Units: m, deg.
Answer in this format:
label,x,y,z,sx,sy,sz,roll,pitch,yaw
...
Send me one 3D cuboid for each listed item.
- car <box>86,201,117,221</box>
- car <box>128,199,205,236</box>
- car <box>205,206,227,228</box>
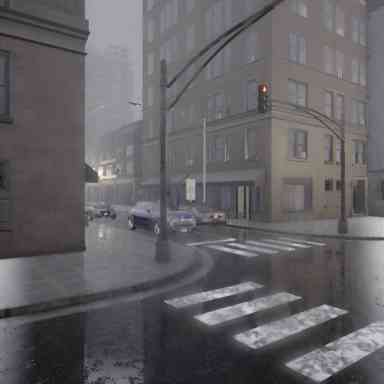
label,x,y,z,sx,sy,sz,roll,pitch,yaw
car,-7.472,1.428,26.049,1.994,1.385,4.181,0,0,-35
car,-1.675,1.269,17.944,2.097,1.767,4.553,0,0,-36
car,-0.107,1.458,20.806,2.033,1.411,5.357,0,0,-35
